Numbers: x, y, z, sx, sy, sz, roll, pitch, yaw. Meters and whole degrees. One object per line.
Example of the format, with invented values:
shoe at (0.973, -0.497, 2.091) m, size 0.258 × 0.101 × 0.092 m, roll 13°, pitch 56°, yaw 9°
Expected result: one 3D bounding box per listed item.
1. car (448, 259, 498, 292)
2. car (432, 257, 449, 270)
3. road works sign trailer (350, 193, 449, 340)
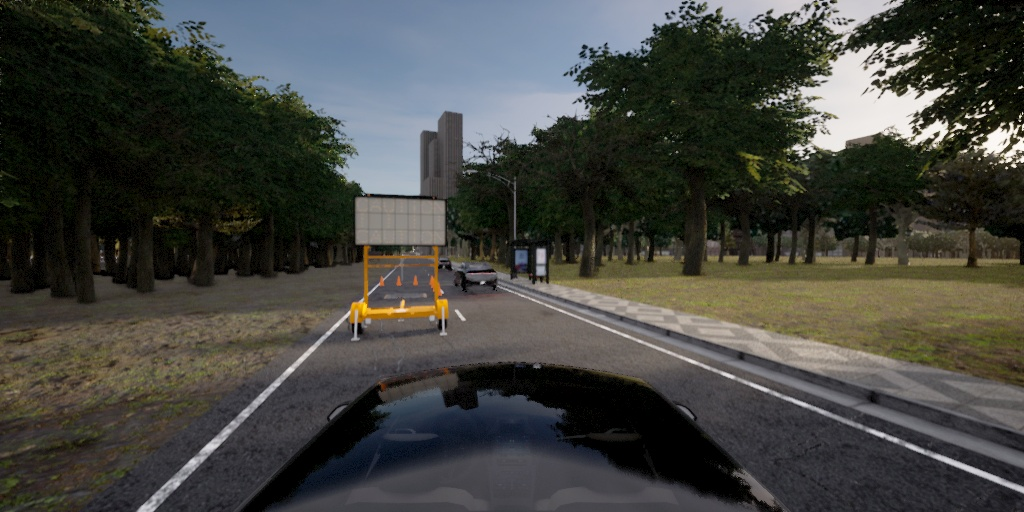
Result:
car at (-2.100, 1.074, 19.931) m, size 2.128 × 1.511 × 4.902 m, roll 0°, pitch 0°, yaw -16°
car at (-7.999, 0.905, 41.008) m, size 1.837 × 1.490 × 4.892 m, roll 0°, pitch 0°, yaw -16°
road works sign trailer at (-3.018, 0.136, 9.865) m, size 2.380 × 3.560 × 2.880 m, roll 0°, pitch 0°, yaw -16°
